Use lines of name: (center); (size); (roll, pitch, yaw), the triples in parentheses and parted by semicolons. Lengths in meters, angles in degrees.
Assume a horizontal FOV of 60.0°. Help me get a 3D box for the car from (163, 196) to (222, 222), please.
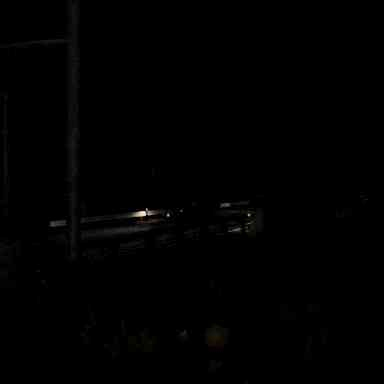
car: (0.096, 1.091, 22.946); (2.128, 1.511, 4.902); (0, 3, 41)

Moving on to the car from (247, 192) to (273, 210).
car: (6.974, 0.778, 30.642); (1.882, 1.535, 5.008); (0, 1, 42)
